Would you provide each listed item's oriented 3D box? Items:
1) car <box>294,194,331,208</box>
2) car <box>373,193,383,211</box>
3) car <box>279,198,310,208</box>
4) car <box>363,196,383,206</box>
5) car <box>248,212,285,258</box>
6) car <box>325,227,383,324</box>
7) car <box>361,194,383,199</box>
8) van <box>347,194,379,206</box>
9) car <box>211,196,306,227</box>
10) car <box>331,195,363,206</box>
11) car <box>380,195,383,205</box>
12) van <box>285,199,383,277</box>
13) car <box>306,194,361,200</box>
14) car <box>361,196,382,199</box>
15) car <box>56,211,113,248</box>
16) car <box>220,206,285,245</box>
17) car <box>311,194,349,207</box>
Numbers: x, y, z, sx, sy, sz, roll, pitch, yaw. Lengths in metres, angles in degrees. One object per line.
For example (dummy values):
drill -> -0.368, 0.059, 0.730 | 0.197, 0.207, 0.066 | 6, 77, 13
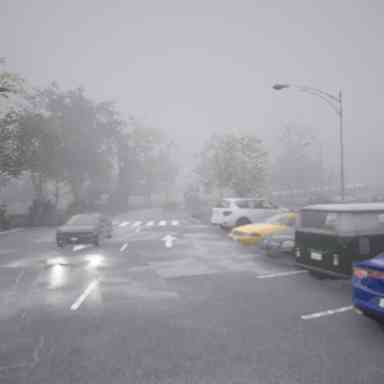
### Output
car -> 19.899, 1.488, 55.221 | 2.435, 2.045, 5.566 | -1, -1, -26
car -> 24.399, 1.210, 38.646 | 2.435, 2.045, 5.566 | -1, 0, -26
car -> 16.897, 1.822, 54.904 | 2.163, 1.488, 4.792 | -1, -1, -26
car -> 31.949, 1.526, 56.439 | 2.231, 1.521, 4.892 | 0, -2, -26
car -> 4.598, 1.569, 11.748 | 4.674, 1.452, 2.002 | 0, -1, -24
car -> 5.042, 1.453, 5.762 | 5.008, 1.535, 2.097 | 0, -1, -24
car -> 21.455, 1.263, 38.345 | 2.435, 2.045, 5.566 | -1, 0, -26
van -> 28.883, 1.356, 56.231 | 1.878, 1.987, 4.442 | -1, -1, -26
car -> 3.907, 1.393, 20.759 | 5.566, 2.045, 2.435 | 0, -1, -25
car -> 25.926, 1.507, 55.850 | 2.185, 1.767, 4.553 | 0, -2, -26
car -> 34.955, 1.344, 56.705 | 2.185, 1.767, 4.553 | -1, -1, -26
van -> 4.925, 1.266, 8.810 | 4.442, 1.987, 1.878 | 0, -1, -24
car -> 15.608, 1.366, 37.699 | 2.435, 2.045, 5.566 | -1, 0, -26
car -> 18.510, 1.596, 38.034 | 2.163, 1.488, 4.792 | -1, 0, -26
car -> -5.224, 1.768, 16.731 | 1.882, 1.535, 5.008 | -1, -1, -4
car -> 4.190, 1.565, 14.667 | 5.366, 1.575, 1.946 | 0, -1, -24
car -> 22.947, 1.433, 55.493 | 2.435, 2.045, 5.566 | 0, -2, -26
